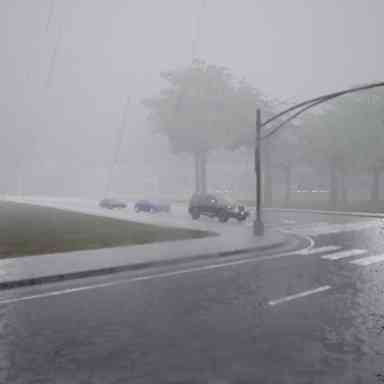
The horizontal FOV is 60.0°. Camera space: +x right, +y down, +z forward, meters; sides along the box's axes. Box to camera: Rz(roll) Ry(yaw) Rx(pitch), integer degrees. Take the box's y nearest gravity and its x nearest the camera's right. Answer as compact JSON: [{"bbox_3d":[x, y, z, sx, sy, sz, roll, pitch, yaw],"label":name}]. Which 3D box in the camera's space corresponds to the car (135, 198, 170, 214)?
[{"bbox_3d":[-4.064,1.372,33.935,1.882,1.535,5.008,0,0,-36],"label":"car"}]

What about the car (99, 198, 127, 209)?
[{"bbox_3d":[-10.139,1.412,42.287,2.033,1.411,5.357,0,0,-36],"label":"car"}]

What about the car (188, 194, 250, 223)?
[{"bbox_3d":[1.939,1.152,25.694,2.150,2.045,5.566,0,0,-36],"label":"car"}]
